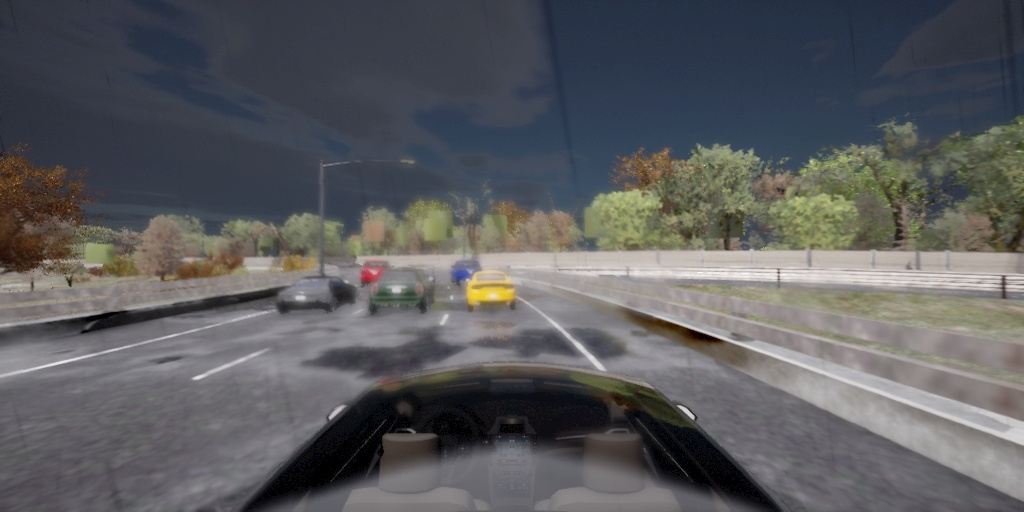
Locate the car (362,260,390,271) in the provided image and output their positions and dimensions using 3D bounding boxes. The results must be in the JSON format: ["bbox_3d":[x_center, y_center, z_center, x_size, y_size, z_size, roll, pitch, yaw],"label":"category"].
[{"bbox_3d":[-10.672,1.369,28.678,2.150,2.045,5.566,0,-1,-15],"label":"car"}]

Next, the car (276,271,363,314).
[{"bbox_3d":[-7.954,1.521,15.070,1.994,1.385,4.181,0,-1,-7],"label":"car"}]

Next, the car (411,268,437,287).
[{"bbox_3d":[-7.413,1.751,29.994,1.895,1.301,4.718,0,-1,-15],"label":"car"}]

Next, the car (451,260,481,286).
[{"bbox_3d":[-3.875,1.364,30.338,2.150,2.045,5.566,0,-1,-15],"label":"car"}]

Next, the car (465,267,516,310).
[{"bbox_3d":[-1.004,1.418,15.884,1.882,1.535,5.008,0,-2,-7],"label":"car"}]

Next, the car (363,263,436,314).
[{"bbox_3d":[-4.434,1.294,15.088,2.097,1.767,4.553,0,-1,-7],"label":"car"}]
